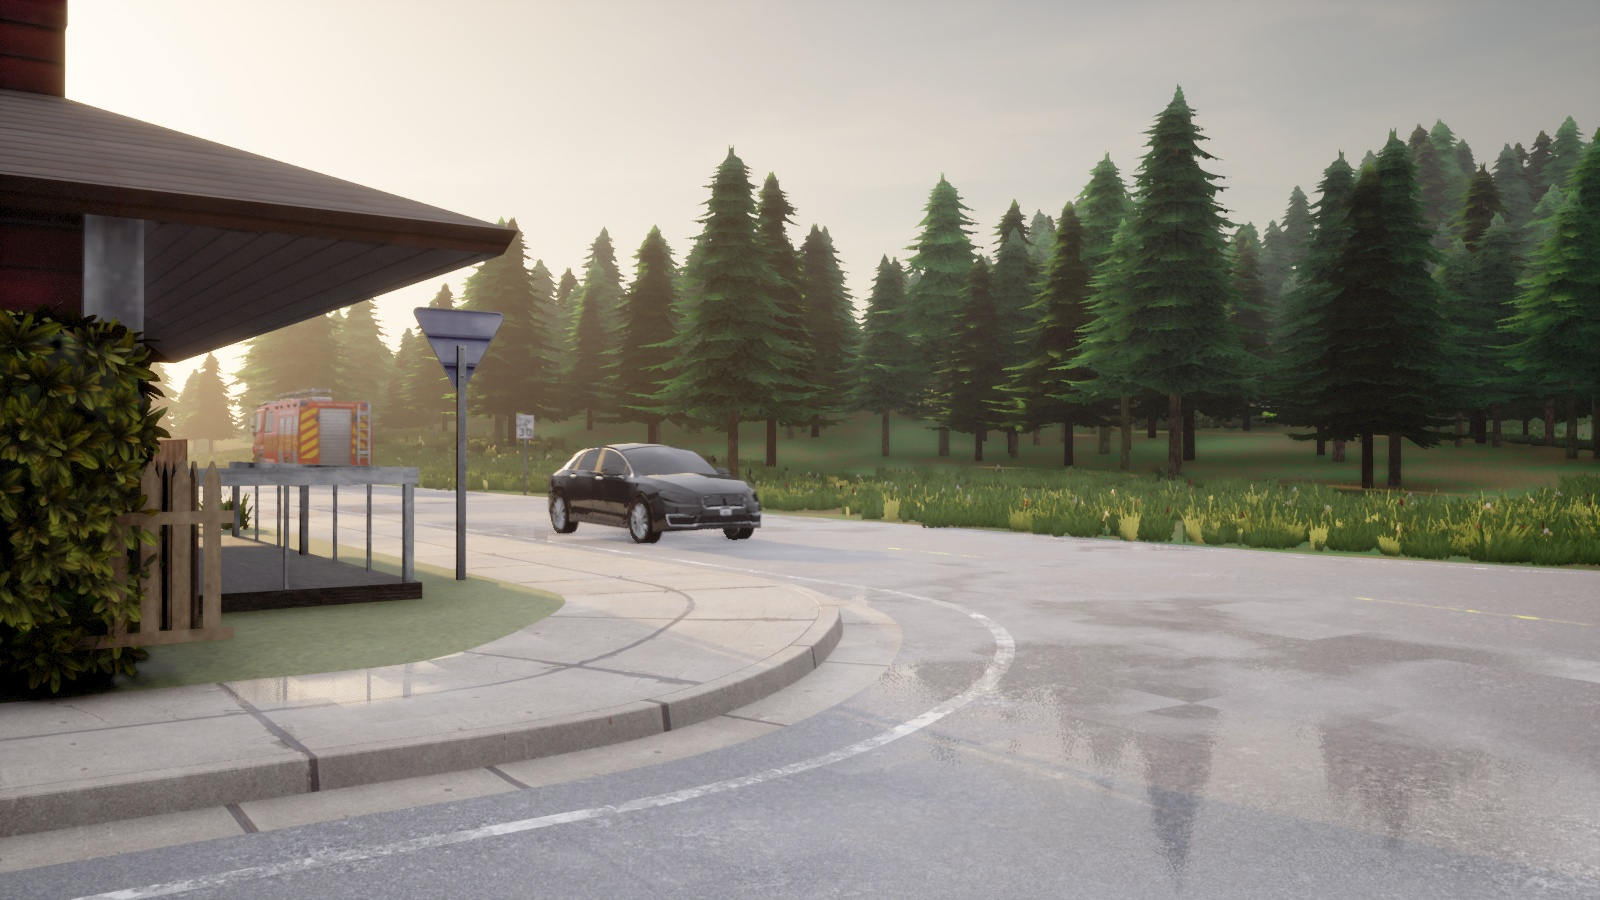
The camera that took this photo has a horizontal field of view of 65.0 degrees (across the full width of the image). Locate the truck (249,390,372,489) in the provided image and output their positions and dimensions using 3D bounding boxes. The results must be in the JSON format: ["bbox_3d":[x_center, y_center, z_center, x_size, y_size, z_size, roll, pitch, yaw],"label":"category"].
[{"bbox_3d":[-20.603,-0.388,52.487,2.891,3.827,8.468,0,0,-35],"label":"truck"}]

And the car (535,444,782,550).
[{"bbox_3d":[-2.413,0.664,20.132,1.837,1.490,4.892,0,0,-35],"label":"car"}]
